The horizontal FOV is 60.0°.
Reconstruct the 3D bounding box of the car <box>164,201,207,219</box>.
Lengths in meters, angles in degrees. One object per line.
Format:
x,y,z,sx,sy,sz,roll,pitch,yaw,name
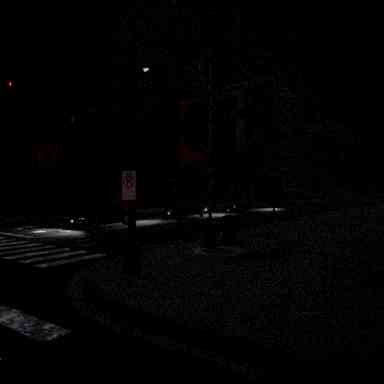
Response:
-0.521,1.528,29.883,2.128,1.511,4.902,0,0,35,car

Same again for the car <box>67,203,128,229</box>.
-5.972,1.525,22.210,1.837,1.490,4.892,0,0,32,car

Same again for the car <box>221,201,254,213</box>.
5.220,1.657,37.995,1.895,1.301,4.718,0,0,35,car

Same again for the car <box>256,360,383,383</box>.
2.150,1.551,1.312,4.403,1.369,2.008,0,0,36,car

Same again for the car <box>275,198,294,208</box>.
13.746,1.586,49.904,2.128,1.511,4.902,0,0,35,car
